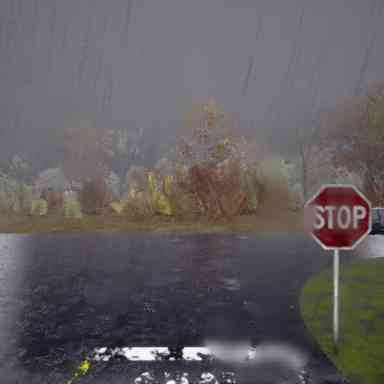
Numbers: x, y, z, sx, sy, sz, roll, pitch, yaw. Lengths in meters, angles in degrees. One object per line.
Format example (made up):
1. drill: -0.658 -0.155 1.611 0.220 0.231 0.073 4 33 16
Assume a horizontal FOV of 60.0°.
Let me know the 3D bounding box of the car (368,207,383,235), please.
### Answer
1. car: 8.487 1.456 16.122 5.357 1.411 2.033 0 0 -4
